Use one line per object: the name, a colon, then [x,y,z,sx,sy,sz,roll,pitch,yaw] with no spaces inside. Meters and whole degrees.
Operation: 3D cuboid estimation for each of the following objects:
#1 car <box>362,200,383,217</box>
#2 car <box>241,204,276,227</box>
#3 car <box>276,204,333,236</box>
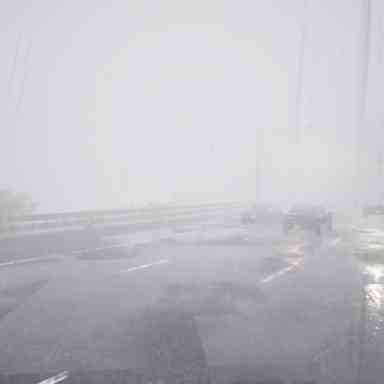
car: [16.130,1.443,29.287,1.812,1.442,4.674,0,0,25]
car: [4.850,1.474,22.388,1.994,1.385,4.181,0,0,31]
car: [6.398,1.440,18.149,1.837,1.490,4.892,1,0,32]
